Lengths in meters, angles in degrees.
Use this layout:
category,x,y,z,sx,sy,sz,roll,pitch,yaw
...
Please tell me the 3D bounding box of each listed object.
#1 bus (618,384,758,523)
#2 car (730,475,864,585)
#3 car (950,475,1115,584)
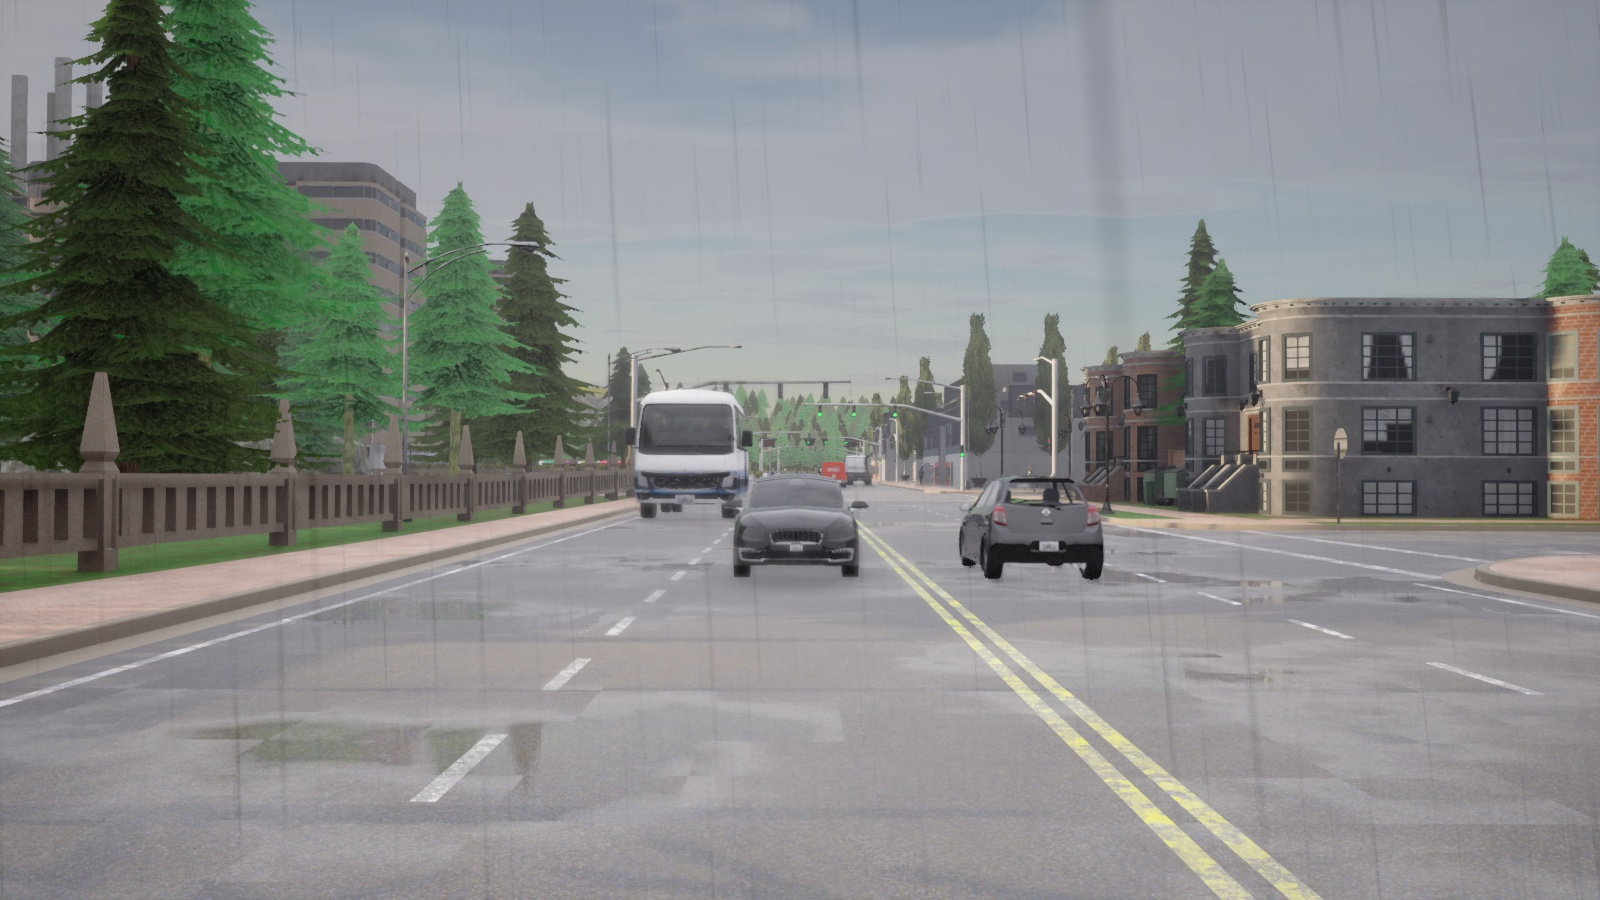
category,x,y,z,sx,sy,sz,roll,pitch,yaw
bus,-3.607,0.184,43.664,3.944,4.253,10.273,0,-1,0
car,-0.046,1.151,19.796,1.837,1.490,4.892,0,-1,0
car,3.455,1.139,19.325,1.845,1.501,3.633,0,-1,0
